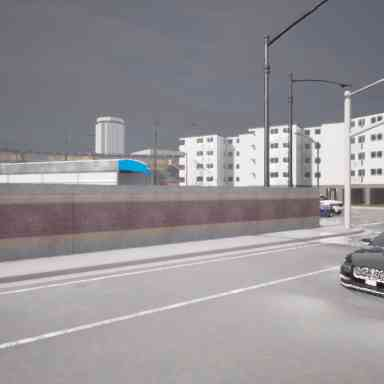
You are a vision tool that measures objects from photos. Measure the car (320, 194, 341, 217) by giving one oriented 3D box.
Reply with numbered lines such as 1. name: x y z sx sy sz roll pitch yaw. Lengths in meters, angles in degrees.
1. car: 10.710 1.352 30.364 2.097 1.767 4.553 0 0 -33

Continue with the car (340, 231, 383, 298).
1. car: 5.455 1.505 7.844 4.892 1.490 1.837 0 0 -35

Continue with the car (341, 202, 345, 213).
1. car: 12.620 1.221 33.799 2.150 2.045 5.566 0 0 -35
